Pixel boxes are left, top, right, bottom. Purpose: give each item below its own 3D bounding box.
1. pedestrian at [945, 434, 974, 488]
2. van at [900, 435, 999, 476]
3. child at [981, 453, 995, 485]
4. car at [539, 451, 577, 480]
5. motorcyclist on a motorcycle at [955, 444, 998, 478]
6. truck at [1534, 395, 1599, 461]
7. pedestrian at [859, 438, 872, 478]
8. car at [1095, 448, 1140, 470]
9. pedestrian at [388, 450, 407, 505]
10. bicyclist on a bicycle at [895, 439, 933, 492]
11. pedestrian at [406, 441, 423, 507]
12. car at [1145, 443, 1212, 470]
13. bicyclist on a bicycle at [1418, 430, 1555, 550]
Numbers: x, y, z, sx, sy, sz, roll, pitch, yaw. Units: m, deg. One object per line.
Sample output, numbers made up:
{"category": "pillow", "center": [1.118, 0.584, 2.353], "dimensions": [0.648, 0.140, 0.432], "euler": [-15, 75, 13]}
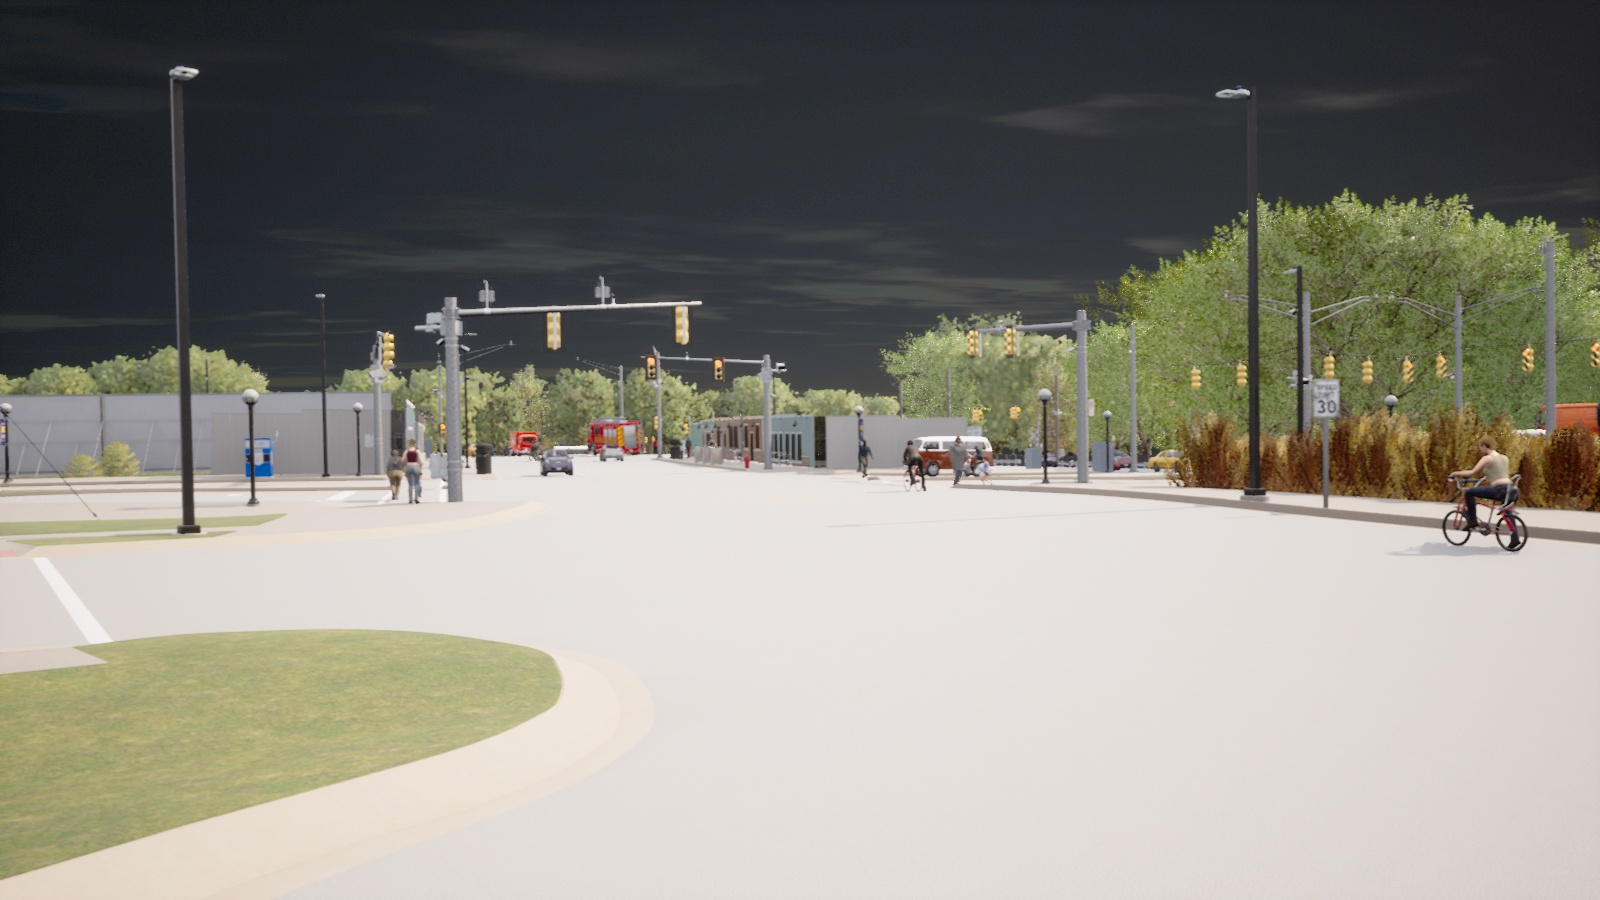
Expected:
{"category": "pedestrian", "center": [5.888, 0.383, 46.486], "dimensions": [0.659, 1.952, 0.873], "euler": [-2, 2, -24]}
{"category": "van", "center": [7.474, 0.291, 62.906], "dimensions": [4.480, 2.038, 2.069], "euler": [0, -1, -17]}
{"category": "child", "center": [6.485, 0.654, 43.302], "dimensions": [0.394, 1.110, 0.255], "euler": [-2, 1, -11]}
{"category": "car", "center": [-13.645, 0.849, 70.680], "dimensions": [1.845, 1.501, 3.633], "euler": [-2, 1, -15]}
{"category": "motorcyclist on a motorcycle", "center": [8.330, 0.500, 59.163], "dimensions": [1.817, 1.590, 0.866], "euler": [0, 0, -21]}
{"category": "truck", "center": [43.331, -1.241, 67.817], "dimensions": [2.891, 3.462, 7.936], "euler": [-2, 1, 2]}
{"category": "pedestrian", "center": [3.007, 0.361, 57.584], "dimensions": [0.370, 1.835, 0.726], "euler": [-2, 1, -13]}
{"category": "car", "center": [22.878, 0.634, 90.622], "dimensions": [1.845, 1.501, 3.633], "euler": [-2, 0, -9]}
{"category": "pedestrian", "center": [-13.802, 0.927, 43.039], "dimensions": [0.540, 1.848, 0.694], "euler": [-2, 1, -18]}
{"category": "bicyclist on a bicycle", "center": [3.594, 0.497, 39.615], "dimensions": [0.582, 1.620, 1.656], "euler": [-2, -1, -15]}
{"category": "pedestrian", "center": [-10.821, 0.670, 35.254], "dimensions": [0.345, 1.836, 0.594], "euler": [-2, 1, -10]}
{"category": "car", "center": [24.528, 0.449, 81.575], "dimensions": [1.801, 1.575, 5.366], "euler": [-2, 0, -11]}
{"category": "bicyclist on a bicycle", "center": [9.759, 0.533, 17.906], "dimensions": [0.866, 1.612, 1.509], "euler": [-2, 1, -17]}
